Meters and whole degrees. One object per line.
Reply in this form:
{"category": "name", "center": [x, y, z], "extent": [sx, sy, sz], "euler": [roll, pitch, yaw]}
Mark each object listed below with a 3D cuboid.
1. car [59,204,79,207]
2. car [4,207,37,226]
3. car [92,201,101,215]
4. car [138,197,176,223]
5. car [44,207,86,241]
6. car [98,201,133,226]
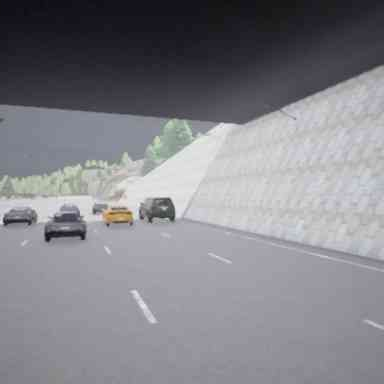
{"category": "car", "center": [-12.843, 1.920, 34.724], "extent": [1.994, 1.385, 4.181], "euler": [0, 0, -20]}
{"category": "car", "center": [-13.675, 1.875, 26.704], "extent": [1.994, 1.385, 4.181], "euler": [0, 0, -20]}
{"category": "car", "center": [-11.082, 1.866, 40.167], "extent": [2.128, 1.511, 4.902], "euler": [0, 0, -20]}
{"category": "car", "center": [-3.049, 1.439, 28.163], "extent": [2.150, 2.045, 5.566], "euler": [0, 0, -20]}
{"category": "car", "center": [-6.868, 1.750, 18.125], "extent": [1.994, 1.385, 4.181], "euler": [0, 0, -20]}
{"category": "car", "center": [-5.787, 1.701, 25.457], "extent": [1.882, 1.535, 5.008], "euler": [0, 0, -20]}
